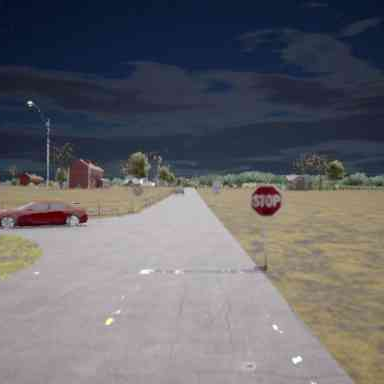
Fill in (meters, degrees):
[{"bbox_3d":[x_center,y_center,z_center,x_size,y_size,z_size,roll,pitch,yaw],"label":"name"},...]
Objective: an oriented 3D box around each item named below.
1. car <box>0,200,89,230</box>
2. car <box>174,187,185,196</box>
[{"bbox_3d":[-8.259,1.199,18.238,5.008,1.535,1.882,1,1,-33],"label":"car"},{"bbox_3d":[-2.895,-0.231,77.887,2.150,2.045,5.566,0,1,0],"label":"car"}]
